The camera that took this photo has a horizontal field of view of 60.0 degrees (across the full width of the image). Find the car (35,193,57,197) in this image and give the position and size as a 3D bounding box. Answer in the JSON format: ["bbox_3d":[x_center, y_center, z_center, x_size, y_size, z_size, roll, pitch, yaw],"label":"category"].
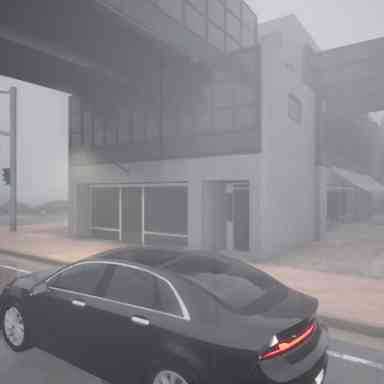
[{"bbox_3d":[-31.186,1.153,69.859,4.605,1.855,1.932,0,0,35],"label":"car"}]

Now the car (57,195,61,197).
[{"bbox_3d":[-29.458,1.363,72.184,3.905,1.438,1.784,0,0,35],"label":"car"}]

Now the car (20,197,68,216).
[{"bbox_3d":[-13.952,1.505,33.186,1.837,1.490,4.892,0,0,36],"label":"car"}]

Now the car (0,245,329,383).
[{"bbox_3d":[-0.773,1.505,4.544,4.892,1.490,1.837,0,0,36],"label":"car"}]

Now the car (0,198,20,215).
[{"bbox_3d":[-18.329,1.564,33.134,1.994,1.385,4.181,0,0,36],"label":"car"}]
